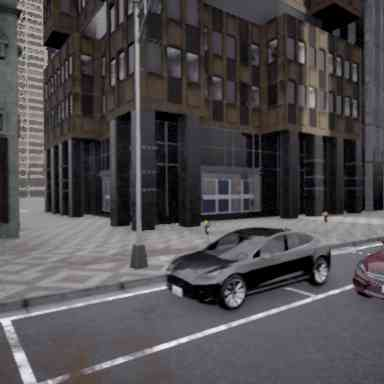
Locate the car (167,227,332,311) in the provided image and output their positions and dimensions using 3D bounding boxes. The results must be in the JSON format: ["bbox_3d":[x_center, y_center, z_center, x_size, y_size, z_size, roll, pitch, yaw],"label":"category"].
[{"bbox_3d":[1.487,1.528,7.710,4.313,1.339,1.947,0,0,-35],"label":"car"}]

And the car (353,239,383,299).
[{"bbox_3d":[5.414,1.470,7.234,4.674,1.442,1.812,0,0,-35],"label":"car"}]
